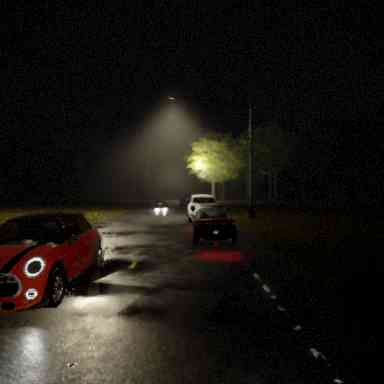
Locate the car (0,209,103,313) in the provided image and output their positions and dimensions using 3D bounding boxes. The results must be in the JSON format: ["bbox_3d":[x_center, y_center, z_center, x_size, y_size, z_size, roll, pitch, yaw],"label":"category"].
[{"bbox_3d":[-3.642,1.350,7.875,2.097,1.767,4.553,0,0,0],"label":"car"}]

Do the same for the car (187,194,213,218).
[{"bbox_3d":[0.661,1.226,31.950,2.150,2.045,5.566,0,0,-1],"label":"car"}]

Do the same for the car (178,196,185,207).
[{"bbox_3d":[-0.952,1.593,50.863,1.994,1.385,4.181,-1,0,-2],"label":"car"}]

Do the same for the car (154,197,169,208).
[{"bbox_3d":[-4.496,1.525,49.249,2.128,1.511,4.902,0,0,-2],"label":"car"}]

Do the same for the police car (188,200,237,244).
[{"bbox_3d":[0.939,1.417,15.996,1.930,1.638,5.238,0,0,-1],"label":"police car"}]

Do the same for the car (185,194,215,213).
[{"bbox_3d":[0.785,1.225,25.941,2.150,2.045,5.566,0,0,-1],"label":"car"}]

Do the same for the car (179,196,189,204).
[{"bbox_3d":[-1.639,1.562,67.158,1.837,1.490,4.892,-1,0,-3],"label":"car"}]
